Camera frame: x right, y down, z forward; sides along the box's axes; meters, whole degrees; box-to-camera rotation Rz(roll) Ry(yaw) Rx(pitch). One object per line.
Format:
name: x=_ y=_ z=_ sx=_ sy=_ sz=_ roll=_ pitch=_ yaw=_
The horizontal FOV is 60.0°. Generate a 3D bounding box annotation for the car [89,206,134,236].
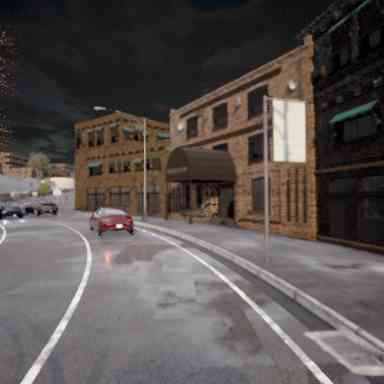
car: x=-4.520 y=1.524 z=18.426 sx=1.812 sy=1.442 sz=4.674 roll=0 pitch=0 yaw=-25

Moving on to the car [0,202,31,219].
car: x=-16.383 y=1.553 z=29.038 sx=5.357 sy=1.411 sz=2.033 roll=0 pitch=-1 yaw=43

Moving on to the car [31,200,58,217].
car: x=-14.617 y=1.521 z=31.851 sx=4.902 sy=1.511 sz=2.128 roll=-1 pitch=-1 yaw=43
